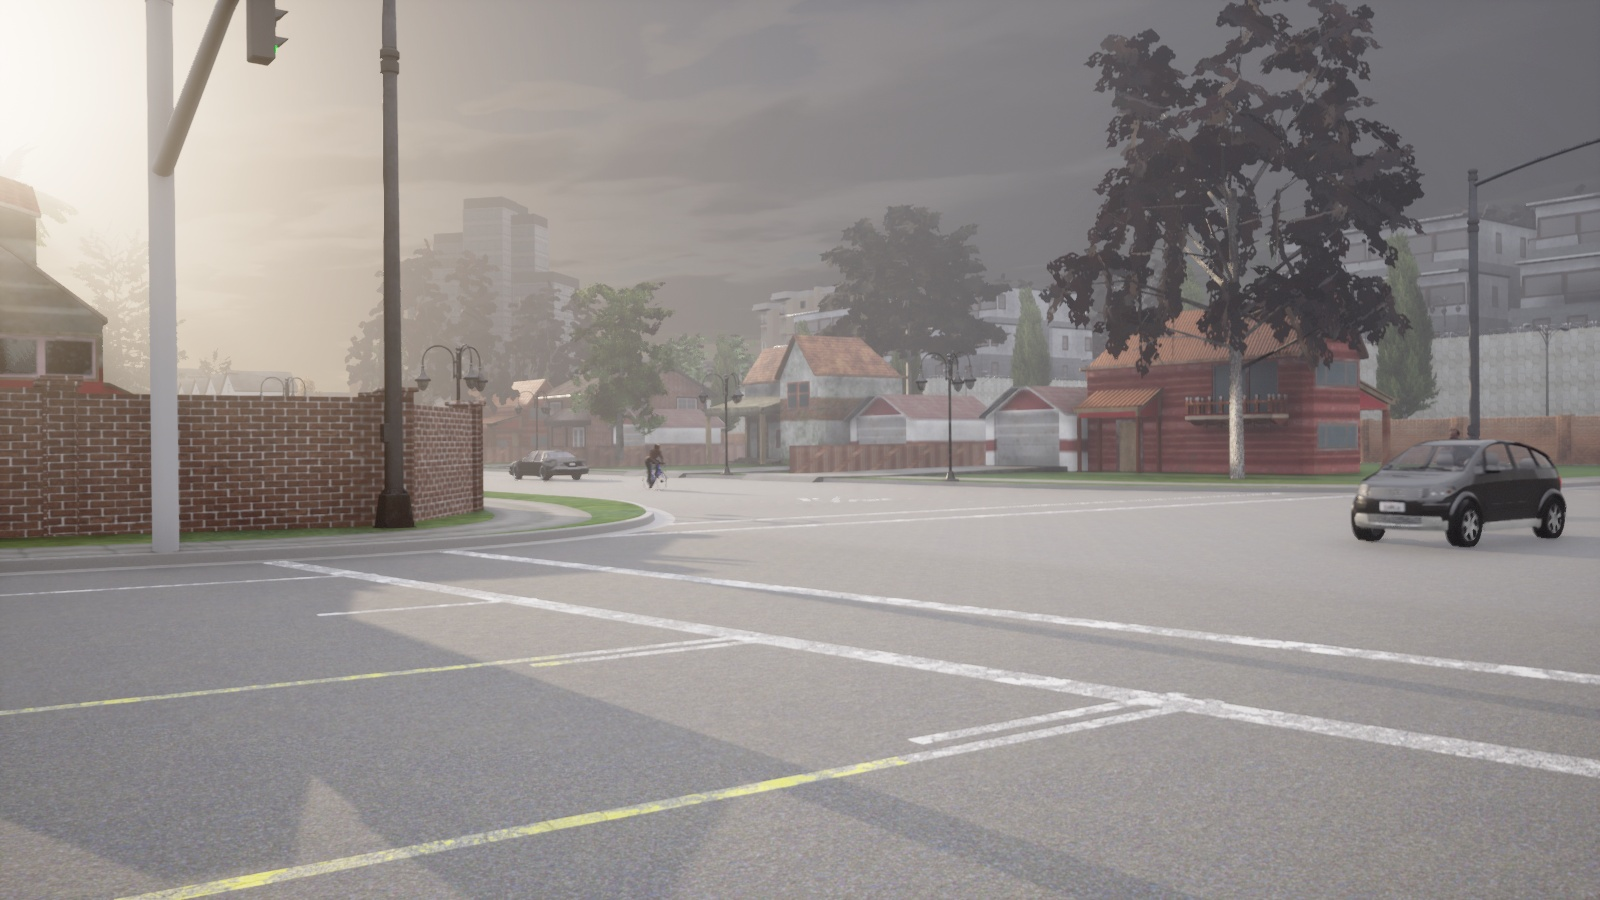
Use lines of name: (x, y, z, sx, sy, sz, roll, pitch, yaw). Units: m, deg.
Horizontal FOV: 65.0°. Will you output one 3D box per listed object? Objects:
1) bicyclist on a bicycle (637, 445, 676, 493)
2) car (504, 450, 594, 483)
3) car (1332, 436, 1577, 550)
bicyclist on a bicycle: (-4.970, 0.646, 43.398, 0.582, 1.620, 1.656, -1, 1, -36)
car: (-11.742, 0.751, 58.489, 2.033, 1.411, 5.357, -1, 0, -36)
car: (10.013, 0.584, 19.161, 3.705, 1.549, 1.789, -1, 0, -35)
